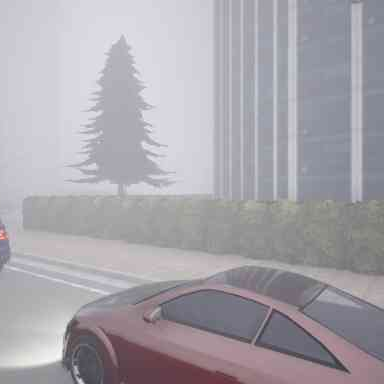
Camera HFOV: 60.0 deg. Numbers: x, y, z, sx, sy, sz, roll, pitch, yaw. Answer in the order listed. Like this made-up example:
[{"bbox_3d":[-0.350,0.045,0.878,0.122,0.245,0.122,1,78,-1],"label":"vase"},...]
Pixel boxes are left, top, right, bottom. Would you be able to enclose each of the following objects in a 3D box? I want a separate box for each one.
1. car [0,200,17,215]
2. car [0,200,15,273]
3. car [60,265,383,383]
[{"bbox_3d":[-20.375,1.560,33.237,1.837,1.490,4.892,0,0,35],"label":"car"},{"bbox_3d":[-7.160,1.221,9.062,5.566,2.045,2.150,0,0,35],"label":"car"},{"bbox_3d":[0.451,1.564,3.671,4.181,1.385,1.994,0,0,35],"label":"car"}]
